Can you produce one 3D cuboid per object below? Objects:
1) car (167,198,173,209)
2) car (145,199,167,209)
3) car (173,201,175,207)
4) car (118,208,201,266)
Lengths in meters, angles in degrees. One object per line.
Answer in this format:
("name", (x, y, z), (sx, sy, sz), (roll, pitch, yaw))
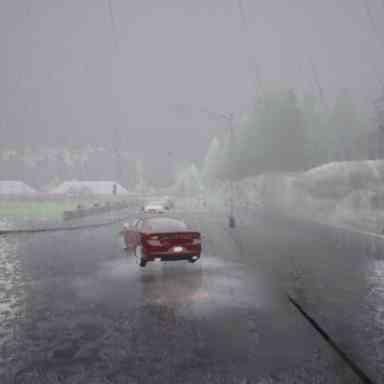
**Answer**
("car", (-4.076, 1.820, 46.684), (1.812, 1.442, 4.674), (0, 0, 1))
("car", (-4.091, 1.758, 36.766), (1.812, 1.442, 4.674), (0, 0, 0))
("car", (-3.994, 1.863, 56.849), (1.837, 1.490, 4.892), (0, 0, 0))
("car", (-1.329, 1.555, 12.117), (1.882, 1.535, 5.008), (1, -1, -22))
